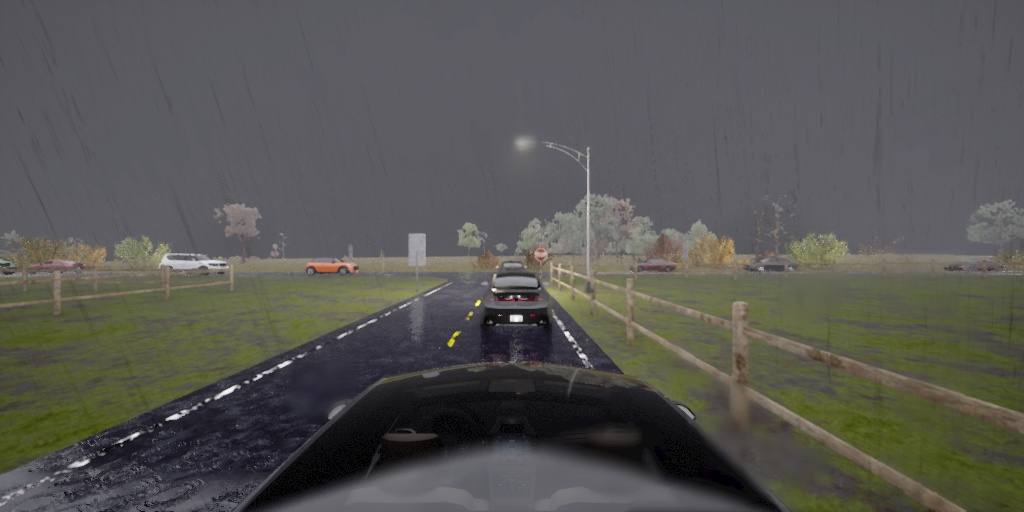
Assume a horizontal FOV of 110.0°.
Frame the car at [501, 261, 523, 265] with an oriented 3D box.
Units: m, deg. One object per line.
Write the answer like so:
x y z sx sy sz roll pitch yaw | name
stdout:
-0.050 1.078 24.367 1.837 1.490 4.892 0 0 -3 | car

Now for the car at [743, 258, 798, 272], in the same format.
26.359 0.918 36.682 4.892 1.490 1.837 0 0 1 | car

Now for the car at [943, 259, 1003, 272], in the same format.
46.747 0.962 36.432 4.181 1.385 1.994 0 0 1 | car

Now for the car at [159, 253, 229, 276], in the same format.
-30.232 0.793 34.229 5.566 2.045 2.150 1 0 1 | car

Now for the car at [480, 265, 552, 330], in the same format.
0.107 1.185 10.786 1.837 1.490 4.892 0 0 0 | car

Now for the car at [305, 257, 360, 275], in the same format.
-16.975 0.893 34.114 4.553 1.767 2.097 0 0 1 | car

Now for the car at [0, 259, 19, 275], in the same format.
-51.353 0.857 34.510 5.566 2.045 2.150 0 0 1 | car

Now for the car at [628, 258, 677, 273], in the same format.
14.381 0.963 36.792 4.674 1.442 1.812 0 0 0 | car

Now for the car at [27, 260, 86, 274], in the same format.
-47.271 1.131 37.281 4.674 1.442 1.812 0 0 1 | car
